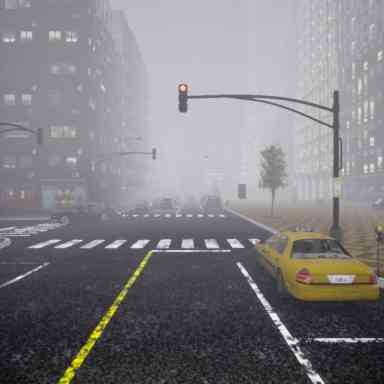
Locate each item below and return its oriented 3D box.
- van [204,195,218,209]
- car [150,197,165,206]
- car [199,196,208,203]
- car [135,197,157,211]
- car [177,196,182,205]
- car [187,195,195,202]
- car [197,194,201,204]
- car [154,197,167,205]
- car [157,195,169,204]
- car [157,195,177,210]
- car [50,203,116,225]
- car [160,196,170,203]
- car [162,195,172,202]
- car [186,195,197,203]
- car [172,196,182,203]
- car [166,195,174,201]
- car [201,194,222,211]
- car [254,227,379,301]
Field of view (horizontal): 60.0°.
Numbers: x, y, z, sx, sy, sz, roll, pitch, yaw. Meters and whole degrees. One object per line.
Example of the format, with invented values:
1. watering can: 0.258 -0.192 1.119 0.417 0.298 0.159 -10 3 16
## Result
1. van: 2.552 1.364 46.033 1.690 1.788 3.998 0 0 0
2. car: -5.859 1.588 57.062 2.008 1.369 4.403 0 0 0
3. car: 2.473 1.611 73.667 1.887 1.381 4.507 0 0 0
4. car: -5.810 1.568 40.483 2.008 1.369 4.403 0 0 0
5. car: -3.249 1.532 58.443 2.128 1.511 4.902 0 0 0
6. car: -0.230 1.469 79.693 1.882 1.535 5.008 0 0 0
7. car: 2.504 1.362 62.613 2.192 1.841 5.009 0 0 0
8. car: -5.875 1.592 62.588 1.887 1.381 4.507 0 0 0
9. car: -5.892 1.497 68.116 1.967 1.590 4.097 0 0 0
10. car: -3.223 1.525 42.701 1.837 1.490 4.892 0 0 0
11. car: -8.333 1.612 25.688 4.892 1.490 1.837 -1 3 -31
12. car: -5.907 1.648 73.643 1.802 1.307 4.206 0 0 0
13. car: -5.924 1.517 79.169 1.967 1.590 4.097 0 0 0
14. car: -0.202 1.612 69.692 1.994 1.385 4.181 0 0 0
15. car: -3.208 1.553 72.236 1.837 1.490 4.892 0 0 0
16. car: -5.954 1.624 90.052 1.752 1.417 4.829 0 0 0
17. car: 2.568 1.332 40.507 2.192 1.841 5.009 0 0 0
18. car: 2.663 1.526 8.264 1.752 1.417 4.829 0 0 0
